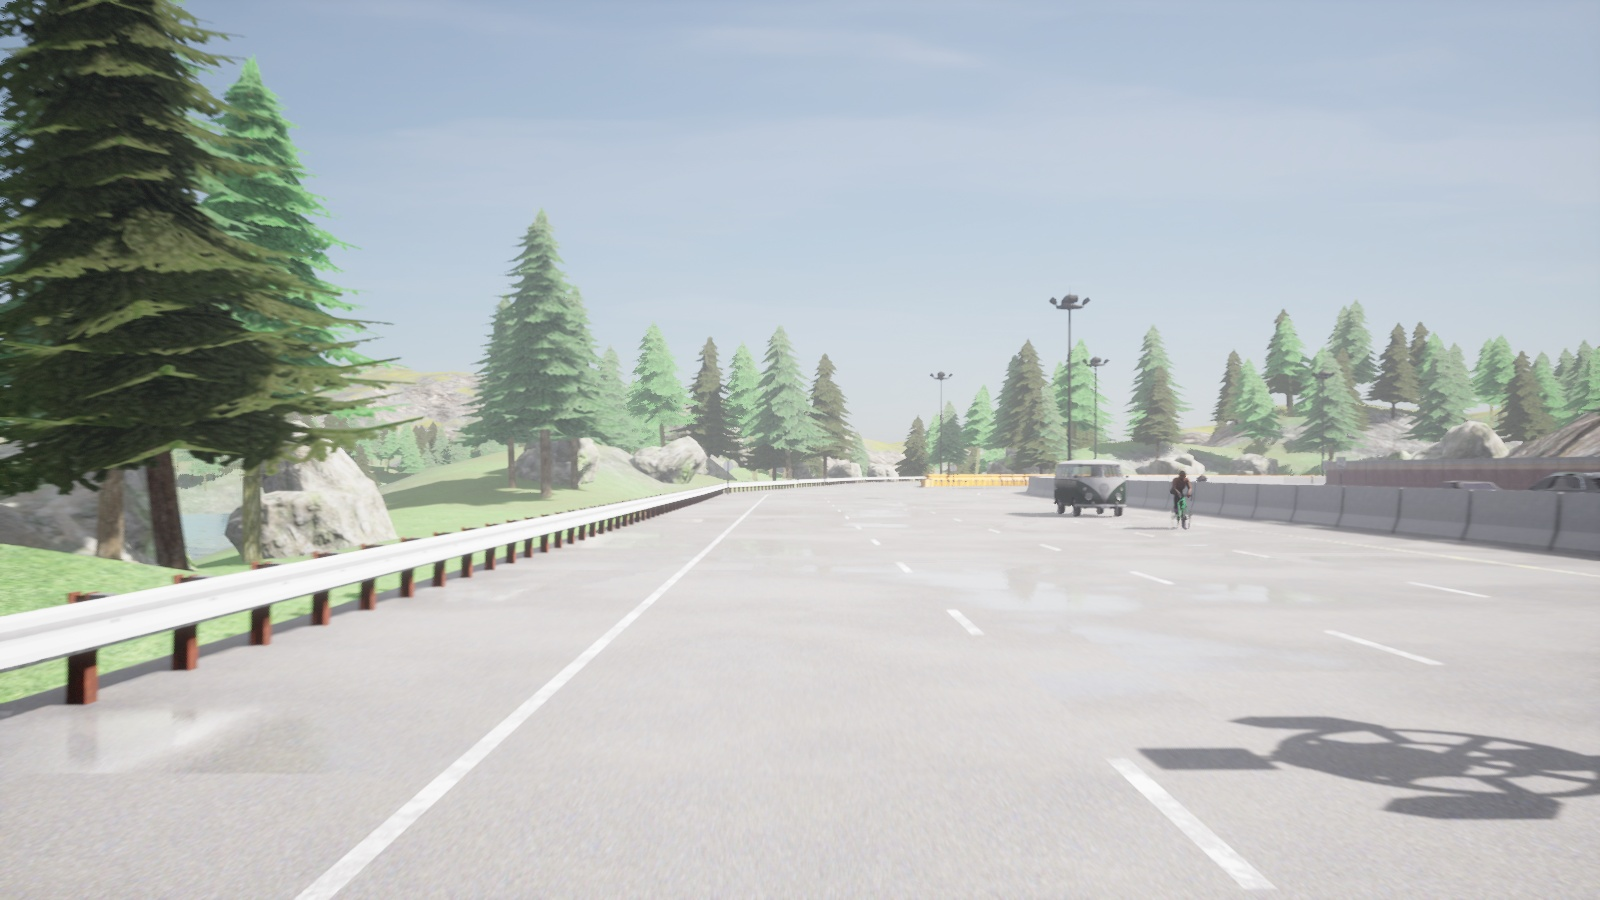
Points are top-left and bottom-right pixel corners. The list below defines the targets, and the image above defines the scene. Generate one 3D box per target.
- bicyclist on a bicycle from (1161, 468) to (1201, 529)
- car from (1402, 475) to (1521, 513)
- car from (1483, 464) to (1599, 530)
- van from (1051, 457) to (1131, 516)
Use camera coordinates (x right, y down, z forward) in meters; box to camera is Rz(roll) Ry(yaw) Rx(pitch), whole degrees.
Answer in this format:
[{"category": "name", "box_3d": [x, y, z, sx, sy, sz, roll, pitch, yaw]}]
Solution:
[{"category": "bicyclist on a bicycle", "box_3d": [10.393, 1.296, 34.297, 0.582, 1.620, 1.656, 0, -1, 0]}, {"category": "car", "box_3d": [24.331, 1.589, 46.399, 1.895, 1.301, 4.718, 0, -1, 0]}, {"category": "car", "box_3d": [20.894, 1.227, 34.075, 2.033, 1.649, 4.856, 0, -1, 0]}, {"category": "van", "box_3d": [10.337, 1.271, 44.905, 1.775, 1.987, 4.442, 0, -1, 0]}]
